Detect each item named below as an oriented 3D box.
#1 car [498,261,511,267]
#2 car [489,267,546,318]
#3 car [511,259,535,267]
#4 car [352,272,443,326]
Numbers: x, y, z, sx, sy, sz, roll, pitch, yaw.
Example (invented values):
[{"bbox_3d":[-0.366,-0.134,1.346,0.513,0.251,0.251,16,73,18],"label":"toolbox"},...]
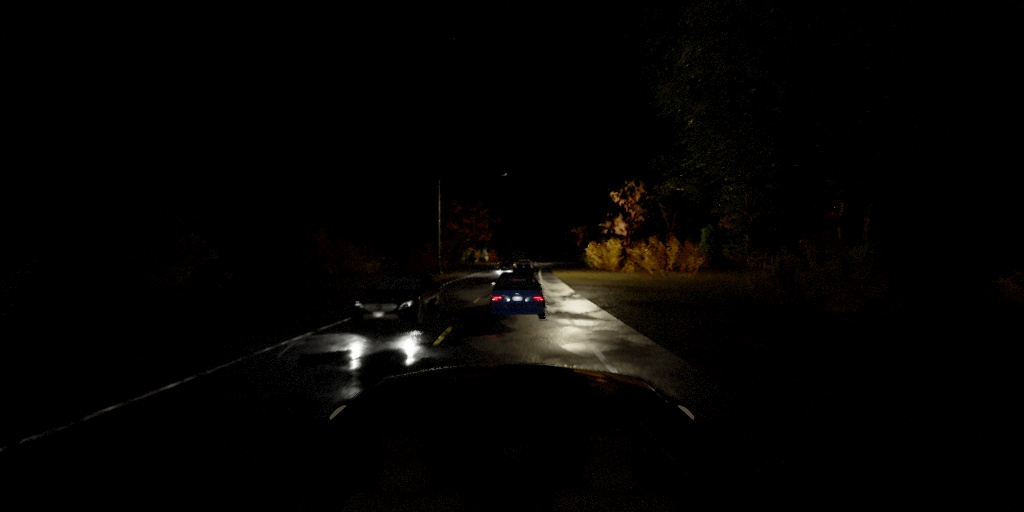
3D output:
[{"bbox_3d":[-0.915,1.342,54.347,1.895,1.301,4.718,0,0,6],"label":"car"},{"bbox_3d":[0.210,1.298,13.017,2.033,1.411,5.357,0,0,1],"label":"car"},{"bbox_3d":[1.310,1.096,37.648,2.097,1.767,4.553,0,0,4],"label":"car"},{"bbox_3d":[-3.485,1.276,11.789,1.812,1.442,4.674,0,0,1],"label":"car"}]
